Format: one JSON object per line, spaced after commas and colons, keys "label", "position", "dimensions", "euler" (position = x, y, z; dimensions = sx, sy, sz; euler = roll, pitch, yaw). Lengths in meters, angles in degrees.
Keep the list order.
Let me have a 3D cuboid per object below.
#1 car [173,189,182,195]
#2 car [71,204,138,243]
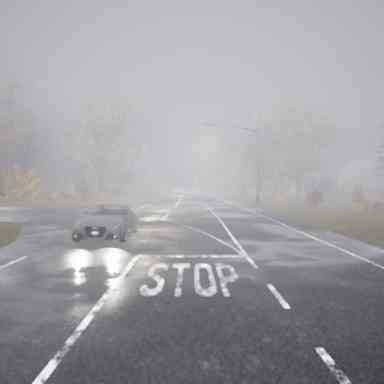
{"label": "car", "position": [-3.475, 0.005, 81.711], "dimensions": [1.882, 1.535, 5.008], "euler": [0, 1, 5]}
{"label": "car", "position": [-3.478, 1.200, 13.951], "dimensions": [1.994, 1.385, 4.181], "euler": [1, 2, 0]}
